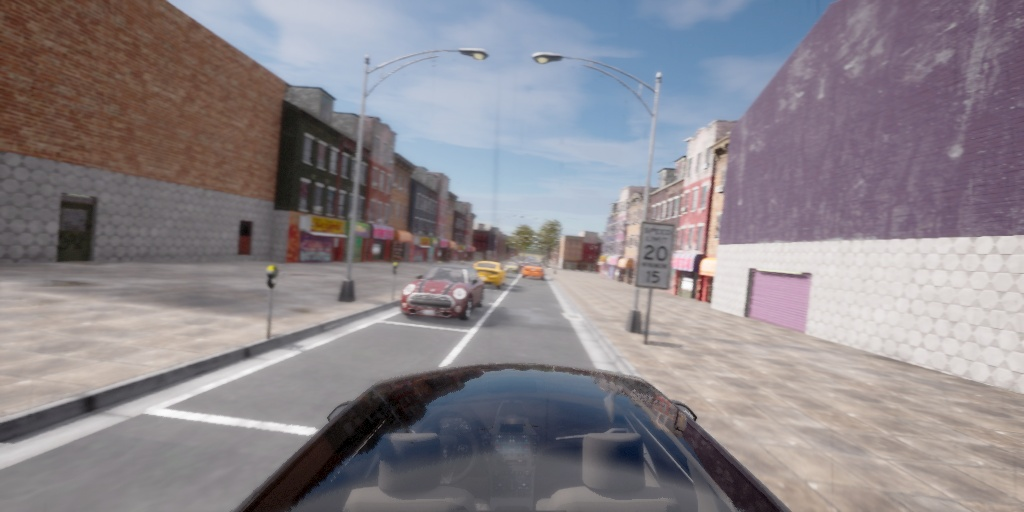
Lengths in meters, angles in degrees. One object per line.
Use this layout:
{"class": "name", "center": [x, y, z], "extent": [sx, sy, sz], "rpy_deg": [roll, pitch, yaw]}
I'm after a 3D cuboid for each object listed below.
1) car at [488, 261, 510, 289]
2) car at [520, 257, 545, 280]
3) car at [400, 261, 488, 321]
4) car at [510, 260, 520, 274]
{"class": "car", "center": [-1.449, 1.095, 22.503], "extent": [1.882, 1.535, 5.008], "rpy_deg": [6, 0, 4]}
{"class": "car", "center": [2.193, 1.354, 36.025], "extent": [2.097, 1.767, 4.553], "rpy_deg": [6, 0, 4]}
{"class": "car", "center": [-2.100, 0.990, 11.534], "extent": [1.967, 1.591, 4.097], "rpy_deg": [0, 0, 4]}
{"class": "car", "center": [-0.069, 1.348, 43.982], "extent": [1.751, 1.417, 4.829], "rpy_deg": [0, 0, 4]}
